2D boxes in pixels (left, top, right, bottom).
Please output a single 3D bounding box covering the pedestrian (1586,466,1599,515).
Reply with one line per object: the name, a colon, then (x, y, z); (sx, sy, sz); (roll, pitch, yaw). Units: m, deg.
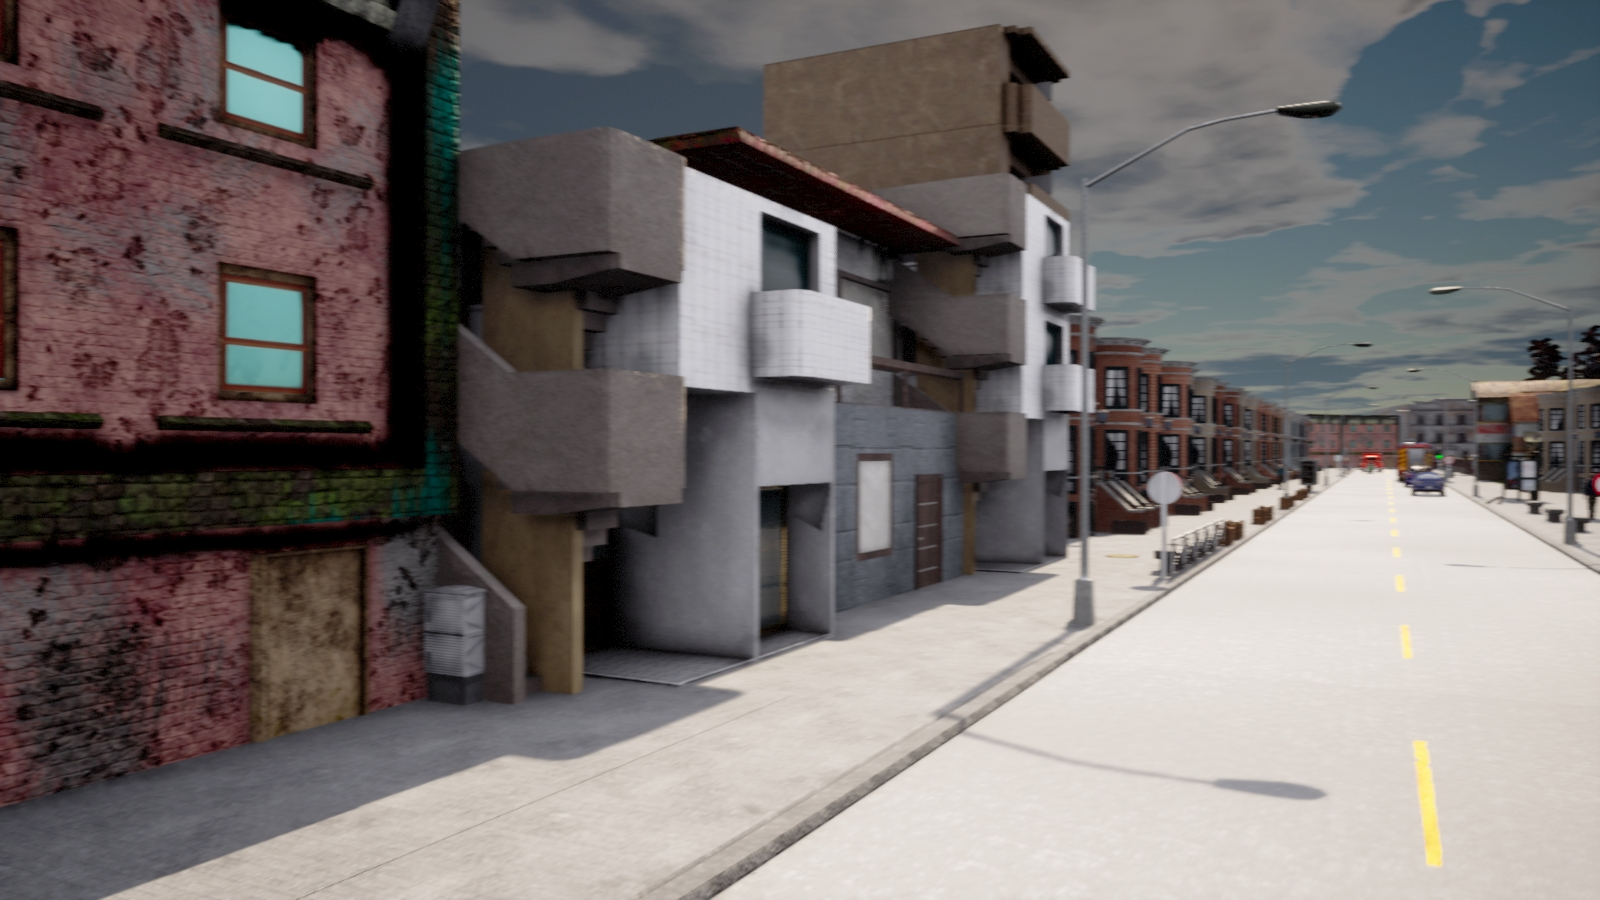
pedestrian: (30.781, 1.568, 44.381); (0.375, 1.860, 0.375); (0, 0, 24)
